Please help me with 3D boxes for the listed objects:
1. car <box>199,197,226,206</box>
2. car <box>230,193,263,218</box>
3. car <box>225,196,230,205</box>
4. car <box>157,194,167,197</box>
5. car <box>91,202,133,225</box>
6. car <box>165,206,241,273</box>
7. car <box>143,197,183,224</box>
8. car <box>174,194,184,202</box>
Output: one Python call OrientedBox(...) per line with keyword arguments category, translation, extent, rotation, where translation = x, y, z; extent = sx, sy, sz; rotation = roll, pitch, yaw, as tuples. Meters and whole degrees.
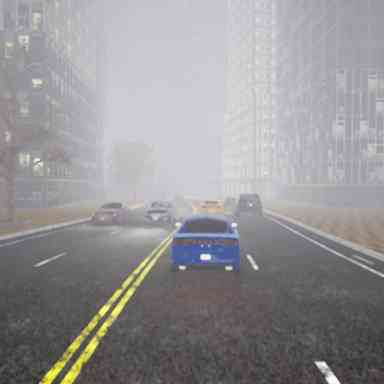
OrientedBox(category="car", translation=(1.660, 1.363, 28.948), extent=(1.882, 1.535, 5.008), rotation=(0, 0, 3))
OrientedBox(category="car", translation=(4.887, 1.117, 29.534), extent=(2.150, 2.045, 5.566), rotation=(0, 1, 4))
OrientedBox(category="car", translation=(5.123, 1.341, 46.317), extent=(1.812, 1.442, 4.674), rotation=(0, 0, 0))
OrientedBox(category="car", translation=(-5.795, 1.084, 64.769), extent=(2.097, 1.767, 4.553), rotation=(0, 0, -5))
OrientedBox(category="car", translation=(-5.453, 1.411, 23.328), extent=(1.812, 1.442, 4.674), rotation=(0, 0, 4))
OrientedBox(category="car", translation=(0.449, 1.436, 10.631), extent=(1.882, 1.535, 5.008), rotation=(0, 0, 3))
OrientedBox(category="car", translation=(-2.162, 1.387, 23.672), extent=(2.128, 1.511, 4.902), rotation=(0, 0, 4))
OrientedBox(category="car", translation=(-2.562, 1.202, 65.146), extent=(1.882, 1.535, 5.008), rotation=(0, 0, -5))
